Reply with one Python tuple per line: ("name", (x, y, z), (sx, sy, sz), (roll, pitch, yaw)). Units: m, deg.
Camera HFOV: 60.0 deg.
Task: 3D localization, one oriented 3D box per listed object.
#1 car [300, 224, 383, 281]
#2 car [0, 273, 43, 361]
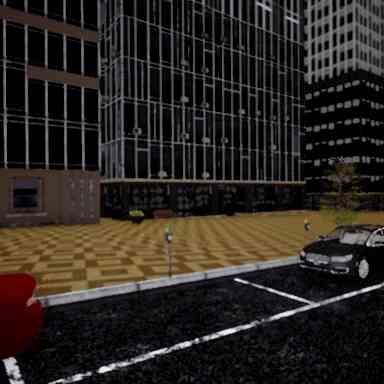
("car", (5.099, 1.683, 10.112), (4.403, 1.369, 2.008), (1, -2, -35))
("car", (-4.107, 1.544, 3.645), (4.507, 1.381, 1.887), (1, -2, -35))
